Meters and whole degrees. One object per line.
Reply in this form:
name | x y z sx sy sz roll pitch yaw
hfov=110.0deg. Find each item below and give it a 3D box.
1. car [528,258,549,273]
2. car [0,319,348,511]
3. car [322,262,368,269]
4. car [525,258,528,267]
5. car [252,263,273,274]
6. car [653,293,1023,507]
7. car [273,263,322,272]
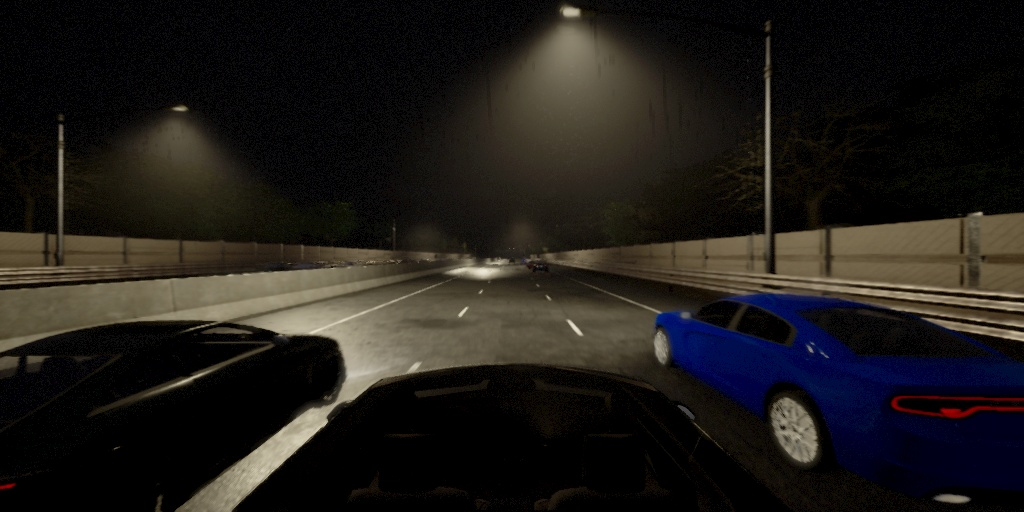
car | 3.509 1.298 45.002 2.163 1.488 4.792 0 0 0
car | -3.400 1.316 3.572 1.994 1.385 4.181 0 0 0
car | -14.069 1.271 31.436 2.128 1.511 4.902 0 0 0
car | 3.511 1.374 55.974 1.994 1.385 4.181 0 0 0
car | -21.061 1.344 32.016 1.994 1.385 4.181 0 0 0
car | 3.601 1.230 4.836 1.882 1.535 5.008 0 0 0
car | -17.572 1.325 30.820 2.033 1.411 5.357 0 0 0
